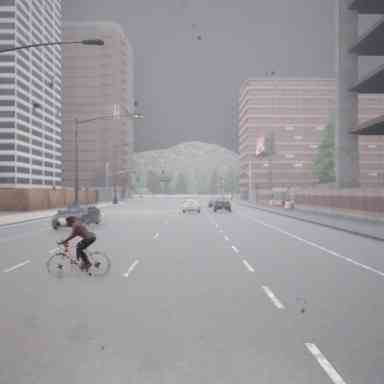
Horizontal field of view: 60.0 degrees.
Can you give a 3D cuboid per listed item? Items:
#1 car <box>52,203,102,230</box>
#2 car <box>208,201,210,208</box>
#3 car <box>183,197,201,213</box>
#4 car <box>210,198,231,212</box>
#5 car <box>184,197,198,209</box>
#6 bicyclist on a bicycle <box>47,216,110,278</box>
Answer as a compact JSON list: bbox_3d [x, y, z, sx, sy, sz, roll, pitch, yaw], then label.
[{"bbox_3d":[-7.133,1.492,20.978,2.128,1.511,4.902,0,0,0],"label":"car"},{"bbox_3d":[3.337,1.601,47.967,1.895,1.301,4.718,0,0,0],"label":"car"},{"bbox_3d":[-0.056,1.526,37.135,1.812,1.442,4.674,0,0,0],"label":"car"},{"bbox_3d":[3.416,1.505,38.445,1.837,1.490,4.892,0,0,0],"label":"car"},{"bbox_3d":[-0.106,1.478,47.394,1.882,1.535,5.008,0,0,0],"label":"car"},{"bbox_3d":[-2.976,1.455,8.683,1.656,1.620,0.582,-2,0,0],"label":"bicyclist on a bicycle"}]
